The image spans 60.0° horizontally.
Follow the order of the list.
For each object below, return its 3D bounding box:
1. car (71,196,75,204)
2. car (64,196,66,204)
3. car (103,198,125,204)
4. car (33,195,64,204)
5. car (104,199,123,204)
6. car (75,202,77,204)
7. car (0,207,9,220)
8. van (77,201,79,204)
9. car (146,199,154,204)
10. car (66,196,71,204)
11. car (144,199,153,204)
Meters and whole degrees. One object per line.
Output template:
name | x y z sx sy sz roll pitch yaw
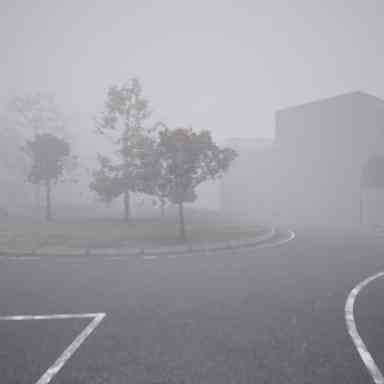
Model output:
car | -32.784 2.180 82.612 5.366 1.575 1.946 1 -2 -7
car | -31.569 1.919 74.192 4.892 1.521 2.231 1 -2 -7
car | -20.808 2.491 88.882 5.366 1.575 1.946 1 -2 -7
car | -31.215 1.596 71.554 5.566 2.045 2.435 1 -2 -7
car | -19.565 1.821 76.813 5.566 2.045 2.435 1 -2 -7
car | -33.100 2.279 85.253 5.366 1.575 1.946 1 -2 -7
car | -16.767 1.561 26.142 1.994 1.385 4.181 0 -1 37
van | -33.132 2.169 88.070 4.442 1.987 1.878 1 -2 -7
car | -11.818 2.663 92.763 2.128 1.511 4.902 1 -3 -6
car | -31.890 1.744 76.972 5.566 2.045 2.435 1 -2 -7
car | -10.154 2.218 78.263 1.994 1.385 4.181 1 -2 -7
